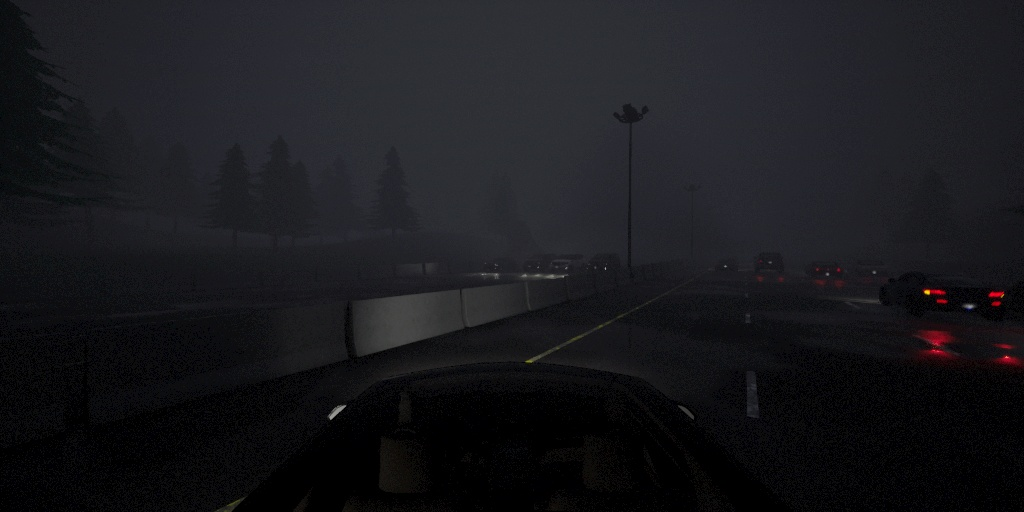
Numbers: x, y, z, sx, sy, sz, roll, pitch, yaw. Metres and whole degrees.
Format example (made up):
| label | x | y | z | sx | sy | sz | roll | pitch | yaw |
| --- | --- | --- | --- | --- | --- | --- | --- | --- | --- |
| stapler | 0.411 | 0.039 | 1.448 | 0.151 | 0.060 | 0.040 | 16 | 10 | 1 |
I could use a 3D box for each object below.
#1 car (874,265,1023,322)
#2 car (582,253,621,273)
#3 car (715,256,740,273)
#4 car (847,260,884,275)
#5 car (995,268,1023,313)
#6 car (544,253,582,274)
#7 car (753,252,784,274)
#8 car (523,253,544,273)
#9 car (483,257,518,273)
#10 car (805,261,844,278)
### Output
| label | x | y | z | sx | sy | sz | roll | pitch | yaw |
| --- | --- | --- | --- | --- | --- | --- | --- | --- | --- |
| car | 14.438 | 1.231 | 12.265 | 1.812 | 1.442 | 4.674 | 0 | 0 | 33 |
| car | 9.602 | 0.723 | 37.160 | 2.150 | 2.045 | 5.566 | 0 | 1 | 33 |
| car | 22.117 | 0.956 | 36.981 | 1.994 | 1.385 | 4.181 | 0 | 1 | 33 |
| car | 30.905 | 1.000 | 31.232 | 1.895 | 1.301 | 4.718 | 0 | 1 | 33 |
| car | 17.852 | 1.207 | 11.098 | 1.837 | 1.490 | 4.892 | 0 | 0 | 33 |
| car | 5.957 | 0.738 | 37.993 | 2.150 | 2.045 | 5.566 | 0 | 1 | 33 |
| car | 24.673 | 0.628 | 34.486 | 2.150 | 2.045 | 5.566 | 0 | 1 | 33 |
| car | 3.357 | 0.723 | 40.405 | 2.150 | 2.045 | 5.566 | 0 | 1 | 33 |
| car | -1.274 | 0.892 | 39.758 | 2.097 | 1.767 | 4.553 | 0 | 1 | 34 |
| car | 25.771 | 1.068 | 29.747 | 1.895 | 1.301 | 4.718 | 0 | 1 | 33 |
